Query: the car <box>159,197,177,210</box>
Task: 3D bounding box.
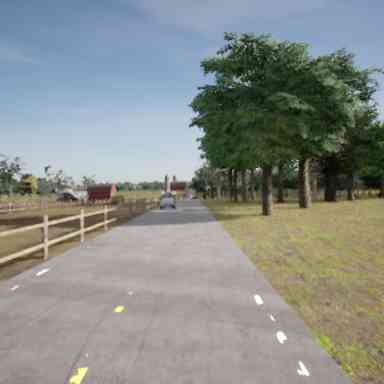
[{"bbox_3d":[-2.858,1.393,40.475,1.812,1.442,4.674,0,0,0],"label":"car"}]
